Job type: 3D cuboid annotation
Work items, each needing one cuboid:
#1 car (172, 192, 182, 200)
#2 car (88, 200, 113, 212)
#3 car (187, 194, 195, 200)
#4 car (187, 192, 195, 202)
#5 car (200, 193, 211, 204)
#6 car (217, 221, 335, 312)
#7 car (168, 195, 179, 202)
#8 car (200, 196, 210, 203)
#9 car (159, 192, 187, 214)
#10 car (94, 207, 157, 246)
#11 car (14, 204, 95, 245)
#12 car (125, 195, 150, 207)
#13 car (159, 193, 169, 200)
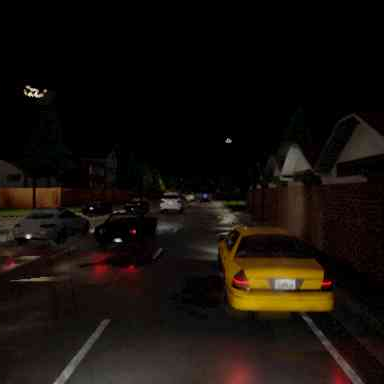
[{"bbox_3d":[-3.674,0.942,83.969,2.150,2.045,5.566,0,0,2],"label":"car"},{"bbox_3d":[-9.097,1.487,32.331,1.994,1.385,4.181,0,0,2],"label":"car"},{"bbox_3d":[-0.210,1.177,82.973,1.812,1.442,4.674,0,0,2],"label":"car"},{"bbox_3d":[-0.616,1.043,72.592,2.150,2.045,5.566,0,0,2],"label":"car"},{"bbox_3d":[2.445,1.403,61.321,2.033,1.411,5.357,0,0,2],"label":"car"},{"bbox_3d":[1.579,1.437,7.843,1.801,1.575,5.366,0,0,2],"label":"car"},{"bbox_3d":[-4.070,1.340,73.851,2.128,1.511,4.902,0,0,2],"label":"car"},{"bbox_3d":[2.669,1.442,67.047,1.895,1.301,4.718,0,0,2],"label":"car"},{"bbox_3d":[-1.987,1.138,35.004,2.150,2.045,5.566,0,0,2],"label":"car"},{"bbox_3d":[-2.767,1.565,15.082,1.895,1.301,4.718,0,0,2],"label":"car"},{"bbox_3d":[-6.262,1.489,15.273,1.812,1.442,4.674,0,0,2],"label":"car"},{"bbox_3d":[-5.533,1.411,33.916,2.128,1.511,4.902,0,0,2],"label":"car"},{"bbox_3d":[-7.125,1.154,85.295,2.097,1.767,4.553,0,0,3],"label":"car"}]
